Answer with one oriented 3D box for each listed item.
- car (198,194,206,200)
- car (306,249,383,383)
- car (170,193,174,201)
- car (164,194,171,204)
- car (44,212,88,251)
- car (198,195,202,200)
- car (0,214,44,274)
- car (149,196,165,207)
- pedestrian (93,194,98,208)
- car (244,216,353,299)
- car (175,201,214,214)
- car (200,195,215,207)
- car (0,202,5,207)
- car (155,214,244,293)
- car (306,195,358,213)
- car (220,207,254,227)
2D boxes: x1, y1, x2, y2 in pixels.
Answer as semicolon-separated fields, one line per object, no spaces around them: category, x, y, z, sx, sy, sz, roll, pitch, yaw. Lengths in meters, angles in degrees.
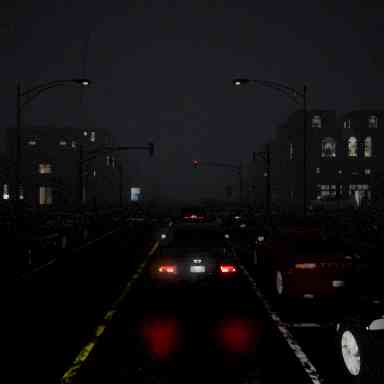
car;2.656;1.458;90.747;1.967;1.590;4.097;0;0;0
car;2.694;1.551;2.628;2.008;1.369;4.403;0;0;0
car;-5.717;1.451;74.191;1.967;1.590;4.097;0;0;0
car;-5.713;1.559;63.147;2.008;1.369;4.403;0;0;0
car;-5.692;1.552;14.025;2.008;1.369;4.403;0;0;0
car;2.667;1.590;63.136;1.802;1.307;4.206;0;0;0
car;-5.688;1.441;8.333;1.967;1.590;4.097;0;0;0
car;-5.708;1.588;52.103;1.802;1.307;4.206;0;0;0
pedestrian;-12.570;1.135;43.234;0.375;1.860;0.375;0;-1;1
car;2.691;1.546;8.320;1.887;1.381;4.507;0;0;0
car;0.092;1.507;19.499;1.837;1.490;4.892;0;0;0
car;2.672;1.572;52.094;1.947;1.339;4.313;0;0;0
car;-25.468;1.447;40.483;4.829;1.417;1.752;0;-1;1
car;0.097;1.548;8.978;2.033;1.411;5.357;0;0;0
car;15.596;1.315;37.278;5.566;2.045;2.150;0;0;1
car;2.687;1.553;19.704;2.008;1.369;4.403;0;0;0
